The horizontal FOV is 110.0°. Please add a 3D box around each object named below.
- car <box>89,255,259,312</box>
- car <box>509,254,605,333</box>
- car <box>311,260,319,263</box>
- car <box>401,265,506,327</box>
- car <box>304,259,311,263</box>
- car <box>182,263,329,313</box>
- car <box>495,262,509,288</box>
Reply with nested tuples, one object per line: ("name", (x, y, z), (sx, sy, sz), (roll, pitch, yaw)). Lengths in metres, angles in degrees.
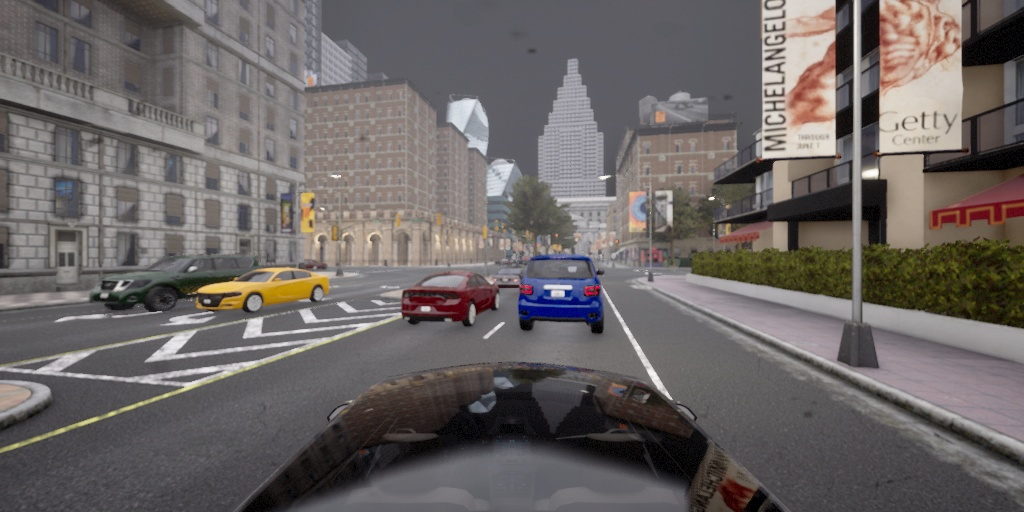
("car", (-13.073, 0.971, 14.684), (2.150, 2.045, 5.566), (0, 0, 11))
("car", (1.615, 0.972, 10.974), (2.150, 2.045, 5.566), (0, 0, 12))
("car", (-28.467, 1.226, 50.496), (5.008, 1.535, 1.882), (0, 0, 11))
("car", (-1.757, 1.228, 11.757), (1.882, 1.535, 5.008), (0, 0, 11))
("car", (-29.606, 1.252, 47.149), (4.892, 1.490, 1.837), (0, 0, 11))
("car", (-9.581, 1.227, 14.296), (1.882, 1.535, 5.008), (0, 0, 11))
("car", (0.129, 1.298, 21.166), (2.033, 1.411, 5.357), (0, 0, 11))
